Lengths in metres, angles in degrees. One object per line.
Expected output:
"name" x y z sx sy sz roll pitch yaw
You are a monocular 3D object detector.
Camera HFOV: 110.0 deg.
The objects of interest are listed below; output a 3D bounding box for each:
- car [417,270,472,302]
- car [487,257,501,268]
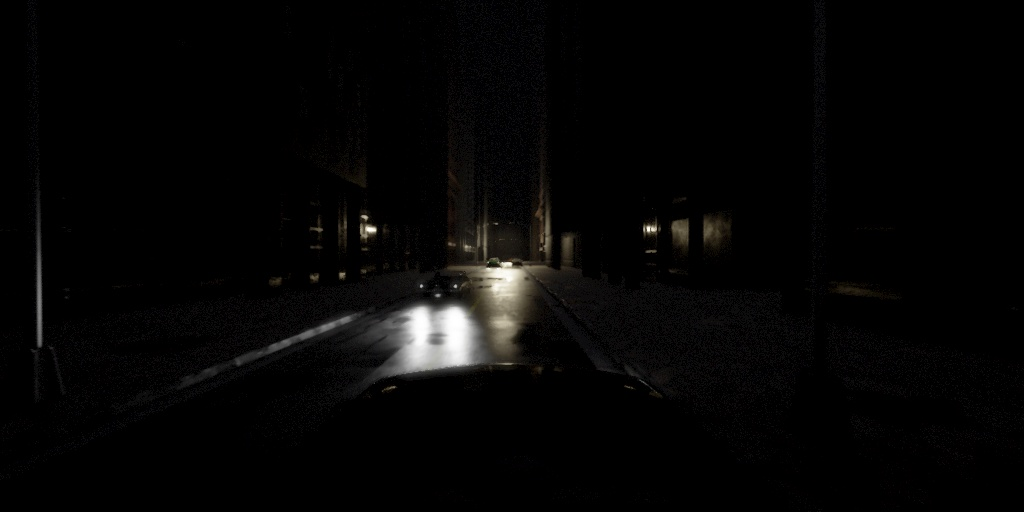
"car" -3.089 1.352 17.231 1.895 1.301 4.718 0 0 0
"car" -3.004 1.117 59.757 2.097 1.767 4.553 0 0 1
